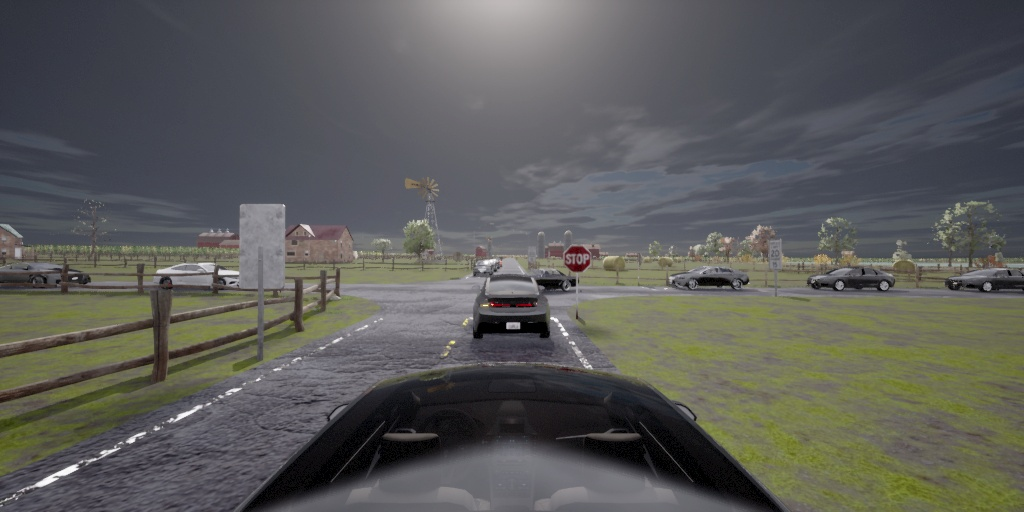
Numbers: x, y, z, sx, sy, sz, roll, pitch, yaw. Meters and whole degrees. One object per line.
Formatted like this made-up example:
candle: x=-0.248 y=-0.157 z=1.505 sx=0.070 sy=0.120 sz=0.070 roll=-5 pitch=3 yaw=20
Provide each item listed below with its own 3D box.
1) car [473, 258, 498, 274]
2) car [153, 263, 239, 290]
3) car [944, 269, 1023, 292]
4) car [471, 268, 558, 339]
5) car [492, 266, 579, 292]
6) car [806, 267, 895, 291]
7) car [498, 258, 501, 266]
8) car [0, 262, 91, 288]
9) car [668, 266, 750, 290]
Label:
car: x=-2.875 y=1.243 z=36.825 sx=2.128 sy=1.511 sz=4.902 roll=0 pitch=0 yaw=0
car: x=-17.252 y=1.104 z=20.088 sx=4.674 sy=1.442 sz=1.812 roll=1 pitch=-1 yaw=-1
car: x=31.692 y=1.587 z=23.720 sx=4.892 sy=1.490 sz=1.837 roll=1 pitch=-1 yaw=-1
car: x=-0.078 y=1.256 z=10.139 sx=1.837 sy=1.490 sz=4.892 roll=0 pitch=0 yaw=-2
car: x=1.491 y=1.369 z=20.186 sx=4.718 sy=1.301 sz=1.895 roll=1 pitch=0 yaw=-35
car: x=22.190 y=1.499 z=23.595 sx=4.892 sy=1.490 sz=1.837 roll=1 pitch=-1 yaw=-1
car: x=-2.872 y=1.241 z=46.270 sx=2.128 sy=1.511 sz=4.902 roll=0 pitch=0 yaw=0
car: x=-26.372 y=1.048 z=19.962 sx=4.181 sy=1.385 sz=1.994 roll=1 pitch=-1 yaw=-1
car: x=12.788 y=1.396 z=23.419 sx=4.902 sy=1.511 sz=2.128 roll=1 pitch=-1 yaw=-2
